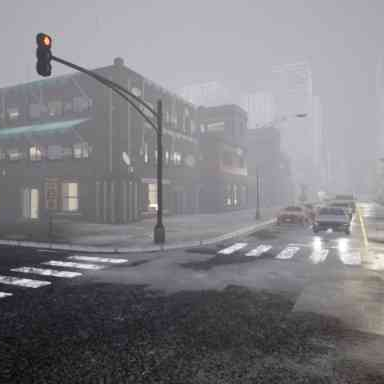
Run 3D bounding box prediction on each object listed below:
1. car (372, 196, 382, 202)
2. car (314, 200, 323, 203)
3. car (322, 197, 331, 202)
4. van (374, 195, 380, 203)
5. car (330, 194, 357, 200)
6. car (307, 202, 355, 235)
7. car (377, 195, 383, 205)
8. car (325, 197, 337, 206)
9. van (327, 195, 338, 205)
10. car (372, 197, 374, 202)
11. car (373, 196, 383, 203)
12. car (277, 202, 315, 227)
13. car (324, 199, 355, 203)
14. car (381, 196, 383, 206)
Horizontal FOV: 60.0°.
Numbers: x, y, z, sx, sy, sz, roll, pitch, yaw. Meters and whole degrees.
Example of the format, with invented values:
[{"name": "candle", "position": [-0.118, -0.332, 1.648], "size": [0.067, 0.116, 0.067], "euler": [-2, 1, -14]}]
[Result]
[{"name": "car", "position": [43.941, 1.678, 79.045], "size": [1.947, 1.339, 4.313], "euler": [0, 0, 26]}, {"name": "car", "position": [9.651, 1.580, 28.167], "size": [1.947, 1.339, 4.313], "euler": [0, 0, 26]}, {"name": "car", "position": [14.443, 1.550, 37.936], "size": [1.752, 1.417, 4.829], "euler": [0, 0, 26]}, {"name": "van", "position": [36.641, 1.418, 64.163], "size": [1.690, 1.788, 3.998], "euler": [0, 0, 26]}, {"name": "car", "position": [17.126, 1.247, 37.298], "size": [2.150, 2.045, 5.566], "euler": [0, 0, 26]}, {"name": "car", "position": [8.215, 1.555, 19.338], "size": [2.033, 1.411, 5.357], "euler": [0, 0, 26]}, {"name": "car", "position": [31.774, 1.638, 54.240], "size": [1.802, 1.307, 4.206], "euler": [0, 0, 26]}, {"name": "car", "position": [24.175, 1.580, 57.778], "size": [1.752, 1.417, 4.829], "euler": [0, 0, 26]}, {"name": "van", "position": [26.684, 1.406, 62.892], "size": [1.690, 1.788, 3.998], "euler": [0, 0, 26]}, {"name": "car", "position": [39.149, 1.614, 69.275], "size": [1.752, 1.417, 4.829], "euler": [0, 0, 26]}, {"name": "car", "position": [41.507, 1.682, 74.083], "size": [1.802, 1.307, 4.206], "euler": [0, 0, 26]}, {"name": "car", "position": [7.141, 1.554, 23.248], "size": [1.887, 1.381, 4.507], "euler": [0, 0, 26]}, {"name": "car", "position": [12.395, 1.541, 27.807], "size": [1.812, 1.442, 4.674], "euler": [0, 0, 26]}, {"name": "car", "position": [26.908, 1.589, 44.320], "size": [2.008, 1.369, 4.403], "euler": [0, 0, 26]}]
